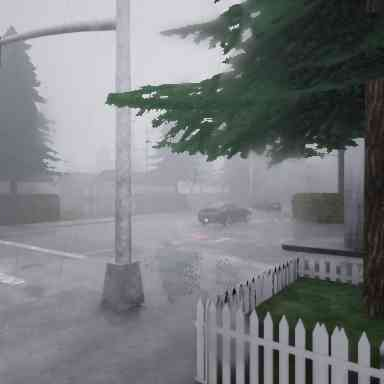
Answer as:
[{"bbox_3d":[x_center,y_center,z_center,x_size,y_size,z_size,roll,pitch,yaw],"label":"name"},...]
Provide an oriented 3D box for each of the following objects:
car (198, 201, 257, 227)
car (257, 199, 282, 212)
[{"bbox_3d":[2.255,1.403,22.065,1.837,1.490,4.892,1,1,35],"label":"car"},{"bbox_3d":[8.289,1.466,37.675,1.994,1.385,4.181,0,1,-20],"label":"car"}]
